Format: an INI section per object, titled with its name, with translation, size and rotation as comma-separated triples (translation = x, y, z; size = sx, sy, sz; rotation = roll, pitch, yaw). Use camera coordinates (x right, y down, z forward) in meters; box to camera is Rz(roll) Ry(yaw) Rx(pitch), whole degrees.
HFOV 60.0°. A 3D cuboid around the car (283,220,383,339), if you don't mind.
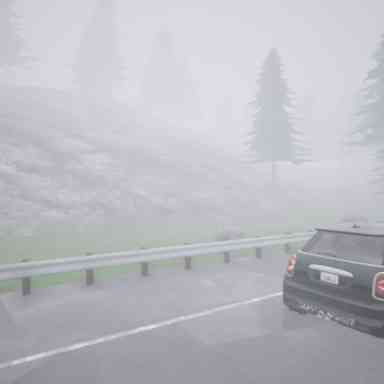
[car]
translation = 3.873, 1.347, 6.315
size = 4.553, 1.767, 2.097
rotation = 0, 0, -34
